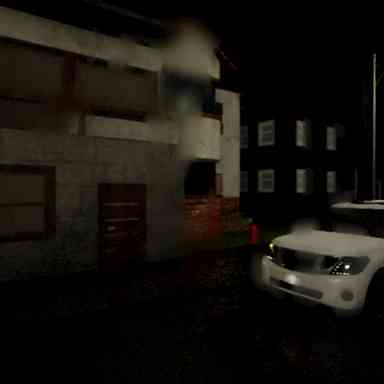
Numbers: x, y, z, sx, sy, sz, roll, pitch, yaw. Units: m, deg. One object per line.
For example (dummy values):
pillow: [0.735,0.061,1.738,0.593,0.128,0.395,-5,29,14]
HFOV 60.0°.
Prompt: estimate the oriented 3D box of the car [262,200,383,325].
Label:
car: [4.108,1.213,7.428,5.566,2.045,2.150,0,0,-33]
